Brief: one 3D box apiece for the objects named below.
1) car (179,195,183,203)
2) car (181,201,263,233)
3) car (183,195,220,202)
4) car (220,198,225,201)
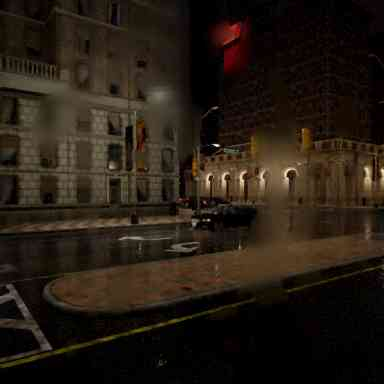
[{"bbox_3d":[-2.213,1.353,55.902,2.097,1.767,4.553,0,0,-35],"label":"car"},{"bbox_3d":[2.086,1.491,19.542,4.902,1.511,2.128,0,0,-37],"label":"car"},{"bbox_3d":[1.234,1.352,44.999,2.097,1.767,4.553,0,0,-35],"label":"car"},{"bbox_3d":[3.530,1.478,47.803,1.882,1.535,5.008,0,0,-36],"label":"car"}]
